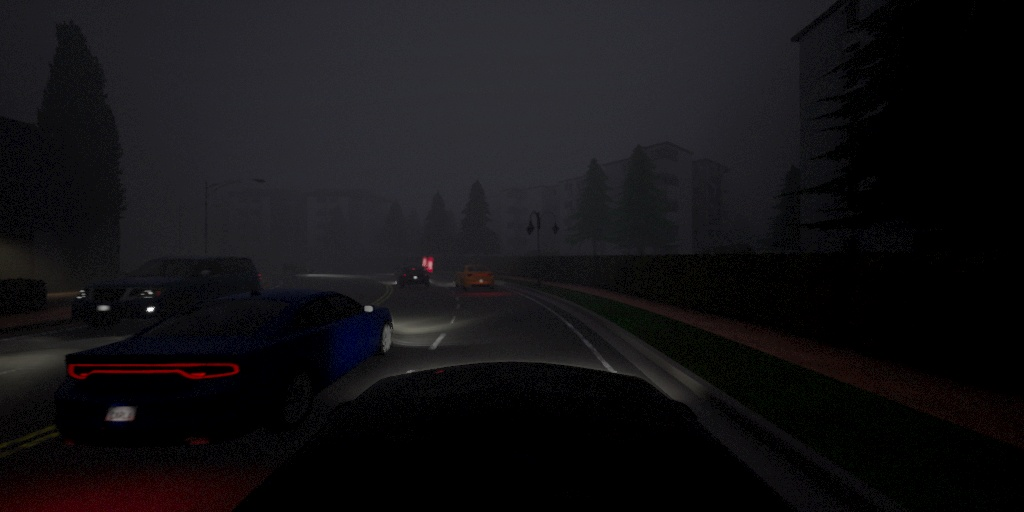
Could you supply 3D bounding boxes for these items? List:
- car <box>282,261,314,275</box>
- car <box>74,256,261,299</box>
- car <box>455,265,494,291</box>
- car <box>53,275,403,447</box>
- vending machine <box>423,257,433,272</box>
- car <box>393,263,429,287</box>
[{"bbox_3d":[-25.683,1.401,43.040,4.902,1.511,2.128,0,0,34],"label":"car"},{"bbox_3d":[-10.930,1.011,12.111,2.150,2.045,5.566,0,0,-6],"label":"car"},{"bbox_3d":[-2.504,1.311,23.169,1.882,1.535,5.008,0,0,-16],"label":"car"},{"bbox_3d":[-3.435,1.243,5.602,1.882,1.535,5.008,0,0,-1],"label":"car"},{"bbox_3d":[-10.393,1.111,44.536,1.100,2.100,0.880,0,0,-43],"label":"vending machine"},{"bbox_3d":[-7.120,1.406,25.554,1.994,1.385,4.181,0,0,-21],"label":"car"}]
